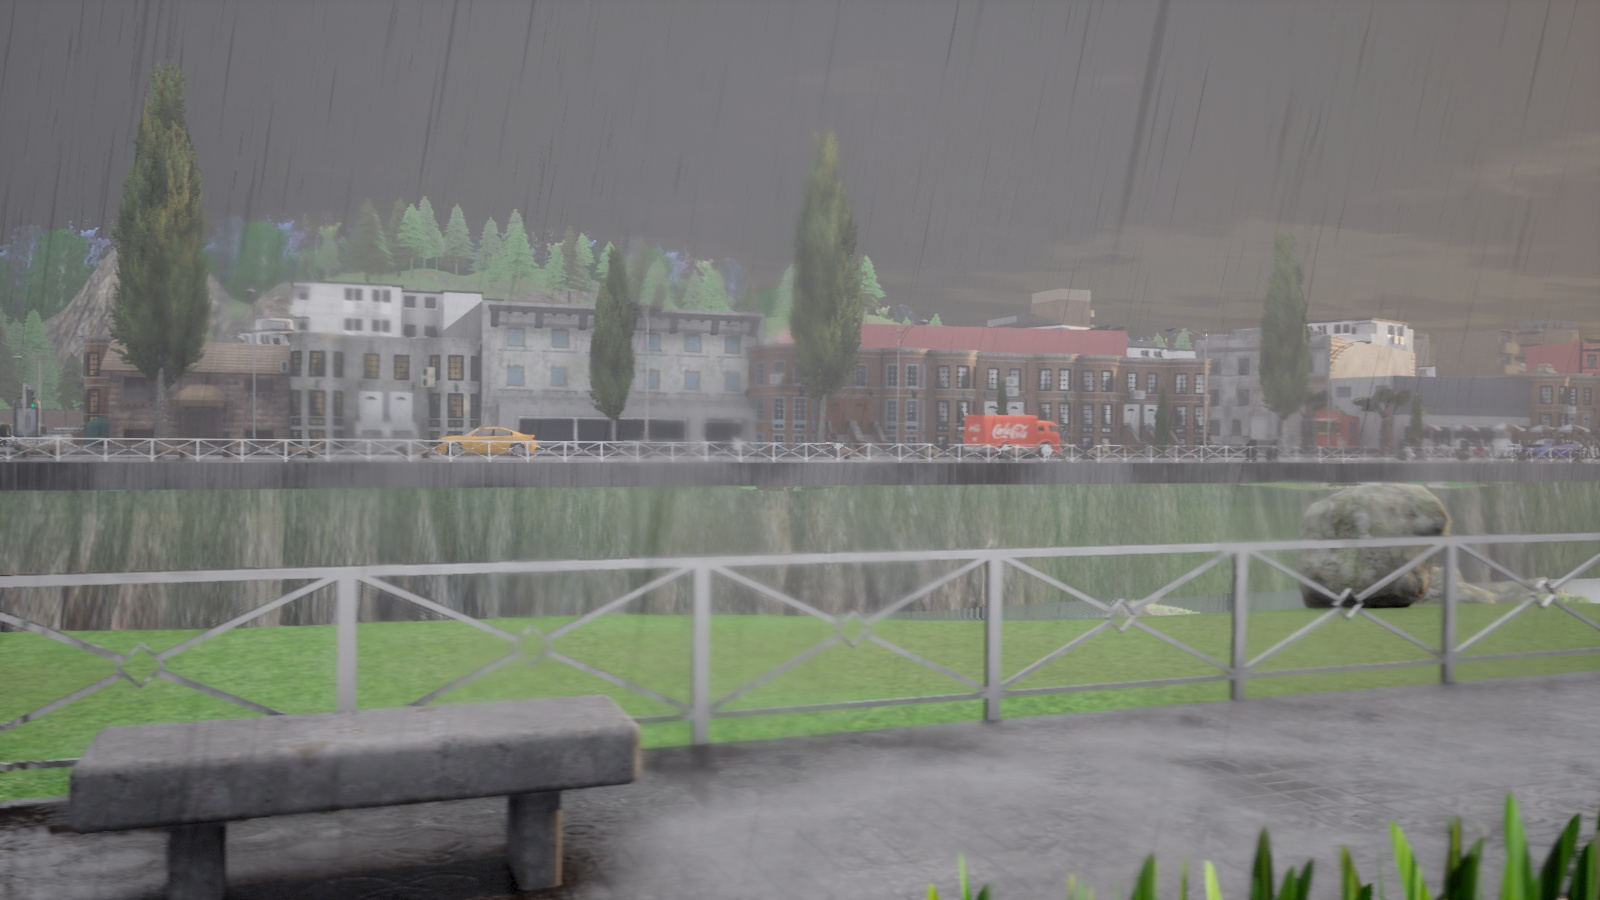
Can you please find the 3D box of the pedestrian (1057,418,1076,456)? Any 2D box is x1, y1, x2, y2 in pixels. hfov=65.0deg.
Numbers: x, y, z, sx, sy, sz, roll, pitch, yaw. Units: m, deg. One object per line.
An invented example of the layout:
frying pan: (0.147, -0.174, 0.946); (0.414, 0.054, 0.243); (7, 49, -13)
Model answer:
pedestrian: (12.957, -0.626, 61.070); (0.694, 1.848, 0.540); (-1, 1, -17)

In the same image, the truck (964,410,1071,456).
truck: (12.114, -0.959, 70.039); (5.204, 2.467, 2.627); (-1, 1, -21)

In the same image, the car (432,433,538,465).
car: (-15.954, -0.088, 63.657); (5.008, 1.535, 1.882); (-1, 1, -21)

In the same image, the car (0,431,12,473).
car: (-37.680, 0.121, 55.396); (4.605, 1.855, 1.932); (-1, 1, -21)
